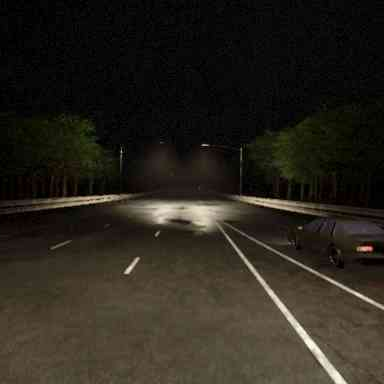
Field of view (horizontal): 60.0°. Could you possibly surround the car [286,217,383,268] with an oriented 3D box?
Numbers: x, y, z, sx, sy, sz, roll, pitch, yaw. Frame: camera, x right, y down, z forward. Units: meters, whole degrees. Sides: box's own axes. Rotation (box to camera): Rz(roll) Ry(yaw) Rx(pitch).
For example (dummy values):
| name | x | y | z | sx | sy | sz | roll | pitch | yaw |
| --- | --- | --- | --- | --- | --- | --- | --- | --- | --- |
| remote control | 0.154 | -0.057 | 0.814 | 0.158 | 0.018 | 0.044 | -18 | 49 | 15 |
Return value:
| name | x | y | z | sx | sy | sz | roll | pitch | yaw |
| --- | --- | --- | --- | --- | --- | --- | --- | --- | --- |
| car | 5.019 | 1.559 | 11.362 | 2.033 | 1.411 | 5.357 | 1 | 0 | -5 |
